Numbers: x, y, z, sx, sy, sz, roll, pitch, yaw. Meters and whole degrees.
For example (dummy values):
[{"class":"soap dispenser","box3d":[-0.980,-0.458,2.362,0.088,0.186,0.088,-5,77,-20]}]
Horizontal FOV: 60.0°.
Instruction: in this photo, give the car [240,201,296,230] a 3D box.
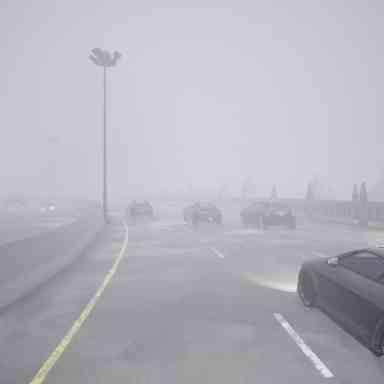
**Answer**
[{"class":"car","box3d":[4.680,1.327,21.116,2.097,1.767,4.553,0,0,-11]}]

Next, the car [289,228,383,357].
[{"class":"car","box3d":[3.250,1.557,5.263,1.994,1.385,4.181,0,0,-3]}]

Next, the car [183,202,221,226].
[{"class":"car","box3d":[0.631,1.464,23.390,2.128,1.511,4.902,0,0,-13]}]

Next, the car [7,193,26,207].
[{"class":"car","box3d":[-27.090,1.166,51.215,2.150,2.045,5.566,0,0,-35]}]

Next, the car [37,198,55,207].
[{"class":"car","box3d":[-21.576,1.509,49.155,1.994,1.385,4.181,0,0,-32]}]

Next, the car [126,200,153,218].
[{"class":"car","box3d":[-4.751,1.457,29.824,2.128,1.511,4.902,0,0,-18]}]
